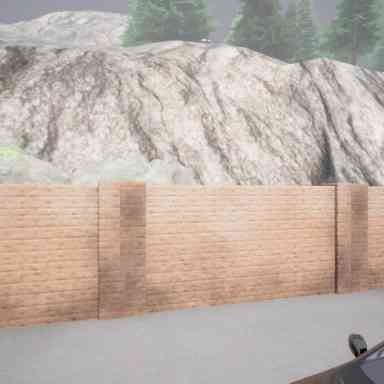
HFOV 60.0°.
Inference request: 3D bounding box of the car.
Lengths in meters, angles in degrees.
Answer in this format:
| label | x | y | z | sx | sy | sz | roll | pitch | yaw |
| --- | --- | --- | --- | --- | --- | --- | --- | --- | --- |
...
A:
| label | x | y | z | sx | sy | sz | roll | pitch | yaw |
| --- | --- | --- | --- | --- | --- | --- | --- | --- | --- |
| car | 2.235 | 1.492 | 1.870 | 4.902 | 1.511 | 2.128 | 0 | 0 | -18 |
